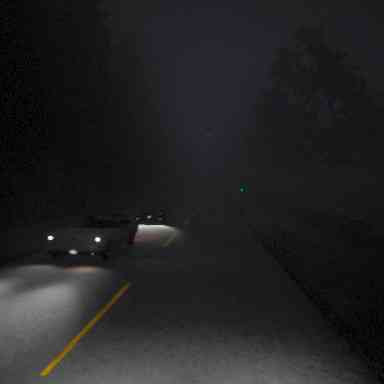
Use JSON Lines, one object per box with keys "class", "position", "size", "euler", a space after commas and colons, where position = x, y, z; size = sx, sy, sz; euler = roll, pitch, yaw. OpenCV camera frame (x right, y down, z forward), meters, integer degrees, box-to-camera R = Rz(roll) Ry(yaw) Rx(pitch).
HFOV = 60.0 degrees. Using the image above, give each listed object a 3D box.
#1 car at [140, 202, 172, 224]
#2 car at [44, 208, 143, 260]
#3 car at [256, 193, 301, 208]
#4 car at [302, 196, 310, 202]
{"class": "car", "position": [-2.522, 1.362, 22.732], "size": [1.994, 1.385, 4.181], "euler": [1, 0, 5]}
{"class": "car", "position": [-3.336, 1.451, 11.981], "size": [1.895, 1.301, 4.718], "euler": [1, 0, 4]}
{"class": "car", "position": [11.194, 1.175, 44.388], "size": [5.566, 2.045, 2.150], "euler": [1, 0, -5]}
{"class": "car", "position": [20.263, 1.337, 61.189], "size": [1.994, 1.381, 4.181], "euler": [1, 0, 4]}
